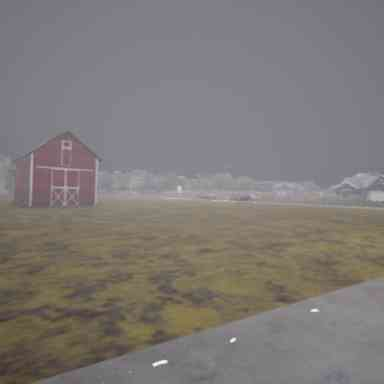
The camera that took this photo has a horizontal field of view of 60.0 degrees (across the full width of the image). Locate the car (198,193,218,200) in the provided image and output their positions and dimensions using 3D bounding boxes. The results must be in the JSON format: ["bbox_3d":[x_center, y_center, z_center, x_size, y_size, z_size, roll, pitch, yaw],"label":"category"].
[{"bbox_3d":[3.704,1.012,76.756,2.033,1.411,5.357,2,-1,-35],"label":"car"}]

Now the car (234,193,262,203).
[{"bbox_3d":[10.589,1.000,60.957,2.097,1.767,4.553,2,-1,-35],"label":"car"}]

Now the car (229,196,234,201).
[{"bbox_3d":[9.495,1.251,68.600,1.994,1.385,4.181,2,-1,-35],"label":"car"}]
